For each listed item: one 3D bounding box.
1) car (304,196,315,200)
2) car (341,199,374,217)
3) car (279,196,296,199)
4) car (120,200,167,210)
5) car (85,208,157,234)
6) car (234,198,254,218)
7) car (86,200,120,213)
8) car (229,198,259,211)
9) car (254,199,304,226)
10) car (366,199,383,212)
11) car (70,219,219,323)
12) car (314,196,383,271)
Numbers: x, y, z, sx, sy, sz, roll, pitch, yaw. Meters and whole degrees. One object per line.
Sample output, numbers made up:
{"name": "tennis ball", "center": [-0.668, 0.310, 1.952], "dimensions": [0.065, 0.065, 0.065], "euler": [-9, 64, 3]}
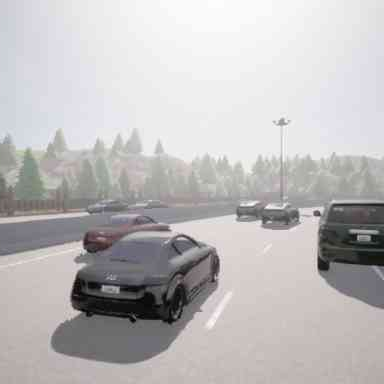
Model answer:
{"name": "car", "center": [23.140, 1.544, 63.449], "dimensions": [5.008, 1.535, 1.882], "euler": [0, -1, -36]}
{"name": "car", "center": [16.015, 1.457, 32.085], "dimensions": [1.882, 1.535, 5.008], "euler": [0, 0, 38]}
{"name": "car", "center": [18.029, 1.584, 63.920], "dimensions": [4.902, 1.511, 2.128], "euler": [0, 0, -38]}
{"name": "car", "center": [-4.445, 1.534, 33.276], "dimensions": [2.128, 1.511, 4.902], "euler": [0, 0, 32]}
{"name": "car", "center": [-2.370, 1.567, 13.199], "dimensions": [1.994, 1.385, 4.181], "euler": [0, 0, 21]}
{"name": "car", "center": [5.478, 1.501, 29.053], "dimensions": [2.128, 1.511, 4.902], "euler": [0, 0, 31]}
{"name": "car", "center": [-8.431, 1.554, 33.373], "dimensions": [1.837, 1.490, 4.892], "euler": [-1, 0, 30]}
{"name": "car", "center": [6.831, 1.568, 43.251], "dimensions": [1.812, 1.442, 4.674], "euler": [0, 0, 40]}
{"name": "car", "center": [6.365, 1.491, 23.685], "dimensions": [2.128, 1.511, 4.902], "euler": [0, 0, 29]}
{"name": "car", "center": [22.538, 1.529, 39.667], "dimensions": [1.994, 1.385, 4.181], "euler": [0, 0, 45]}
{"name": "car", "center": [-0.724, 1.563, 7.355], "dimensions": [1.994, 1.385, 4.181], "euler": [0, 0, 17]}
{"name": "car", "center": [5.165, 1.220, 10.632], "dimensions": [2.150, 2.045, 5.566], "euler": [0, 0, 21]}
